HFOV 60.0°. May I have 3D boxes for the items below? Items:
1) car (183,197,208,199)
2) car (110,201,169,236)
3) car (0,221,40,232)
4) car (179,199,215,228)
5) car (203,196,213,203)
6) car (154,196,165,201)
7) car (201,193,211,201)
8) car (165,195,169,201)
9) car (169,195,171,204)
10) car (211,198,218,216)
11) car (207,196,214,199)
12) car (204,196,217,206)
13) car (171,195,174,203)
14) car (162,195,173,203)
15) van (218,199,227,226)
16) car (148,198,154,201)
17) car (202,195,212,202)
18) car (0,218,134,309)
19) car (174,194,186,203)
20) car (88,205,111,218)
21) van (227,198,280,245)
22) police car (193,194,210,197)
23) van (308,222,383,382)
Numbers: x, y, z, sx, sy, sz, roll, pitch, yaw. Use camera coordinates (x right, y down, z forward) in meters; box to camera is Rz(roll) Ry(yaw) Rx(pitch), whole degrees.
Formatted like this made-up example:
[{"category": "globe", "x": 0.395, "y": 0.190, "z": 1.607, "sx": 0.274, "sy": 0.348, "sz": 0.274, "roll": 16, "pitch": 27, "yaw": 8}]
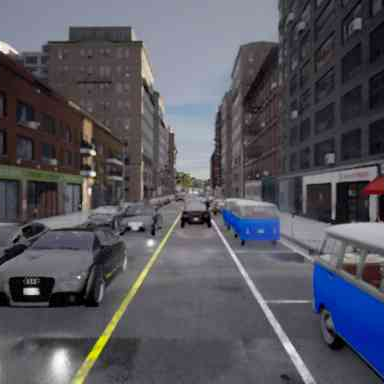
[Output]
[{"category": "car", "x": 0.326, "y": 1.478, "z": 32.367, "sx": 1.812, "sy": 1.442, "sz": 4.674, "roll": 0, "pitch": 0, "yaw": 1}, {"category": "car", "x": -2.700, "y": 1.461, "z": 18.399, "sx": 2.128, "sy": 1.511, "sz": 4.902, "roll": 0, "pitch": 0, "yaw": 1}, {"category": "car", "x": -5.322, "y": 1.544, "z": 9.410, "sx": 1.947, "sy": 1.339, "sz": 4.313, "roll": 0, "pitch": 0, "yaw": 0}, {"category": "car", "x": 0.265, "y": 1.447, "z": 21.964, "sx": 1.882, "sy": 1.535, "sz": 5.008, "roll": 0, "pitch": 0, "yaw": 1}, {"category": "car", "x": 3.157, "y": 1.447, "z": 66.168, "sx": 1.887, "sy": 1.381, "sz": 4.507, "roll": 0, "pitch": 0, "yaw": 0}, {"category": "car", "x": -5.050, "y": 1.470, "z": 43.503, "sx": 1.887, "sy": 1.381, "sz": 4.507, "roll": 0, "pitch": 0, "yaw": 0}, {"category": "car", "x": 3.248, "y": 1.198, "z": 77.531, "sx": 2.192, "sy": 1.841, "sz": 5.009, "roll": 0, "pitch": 0, "yaw": 0}, {"category": "car", "x": -5.004, "y": 1.467, "z": 49.185, "sx": 2.008, "sy": 1.369, "sz": 4.403, "roll": 0, "pitch": 0, "yaw": 0}, {"category": "car", "x": -4.959, "y": 1.452, "z": 54.867, "sx": 1.887, "sy": 1.381, "sz": 4.507, "roll": 0, "pitch": 0, "yaw": 0}, {"category": "car", "x": 2.884, "y": 1.540, "z": 32.075, "sx": 1.802, "sy": 1.307, "sz": 4.206, "roll": 0, "pitch": 0, "yaw": 0}, {"category": "car", "x": 2.931, "y": 1.474, "z": 37.927, "sx": 1.752, "sy": 1.417, "sz": 4.829, "roll": 0, "pitch": 0, "yaw": 0}, {"category": "car", "x": 3.066, "y": 1.466, "z": 54.803, "sx": 1.887, "sy": 1.381, "sz": 4.507, "roll": 0, "pitch": 0, "yaw": 0}, {"category": "car", "x": -4.914, "y": 1.464, "z": 60.549, "sx": 1.947, "sy": 1.339, "sz": 4.313, "roll": 0, "pitch": 0, "yaw": 0}, {"category": "car", "x": -4.868, "y": 1.329, "z": 66.231, "sx": 1.967, "sy": 1.590, "sz": 4.097, "roll": 0, "pitch": 0, "yaw": 0}, {"category": "van", "x": 2.794, "y": 1.316, "z": 20.710, "sx": 1.690, "sy": 1.788, "sz": 3.998, "roll": 0, "pitch": 0, "yaw": 0}, {"category": "car", "x": -5.141, "y": 1.509, "z": 32.138, "sx": 1.947, "sy": 1.339, "sz": 4.313, "roll": 0, "pitch": 0, "yaw": 0}, {"category": "car", "x": 3.202, "y": 1.444, "z": 71.850, "sx": 2.008, "sy": 1.369, "sz": 4.403, "roll": 0, "pitch": 0, "yaw": 0}, {"category": "car", "x": -2.798, "y": 1.549, "z": 7.807, "sx": 1.994, "sy": 1.385, "sz": 4.181, "roll": 0, "pitch": 0, "yaw": 0}, {"category": "car", "x": -2.239, "y": 1.492, "z": 66.185, "sx": 1.895, "sy": 1.301, "sz": 4.718, "roll": 0, "pitch": 0, "yaw": 1}, {"category": "car", "x": -5.231, "y": 1.512, "z": 20.774, "sx": 2.008, "sy": 1.369, "sz": 4.403, "roll": 0, "pitch": 0, "yaw": 0}, {"category": "van", "x": 2.748, "y": 1.325, "z": 15.028, "sx": 1.690, "sy": 1.788, "sz": 3.998, "roll": 0, "pitch": 0, "yaw": 0}, {"category": "police car", "x": 1.152, "y": 1.365, "z": 42.068, "sx": 1.930, "sy": 1.638, "sz": 5.238, "roll": 0, "pitch": 0, "yaw": 0}, {"category": "van", "x": 2.657, "y": 1.341, "z": 3.664, "sx": 1.690, "sy": 1.788, "sz": 3.998, "roll": 0, "pitch": 0, "yaw": 0}]
